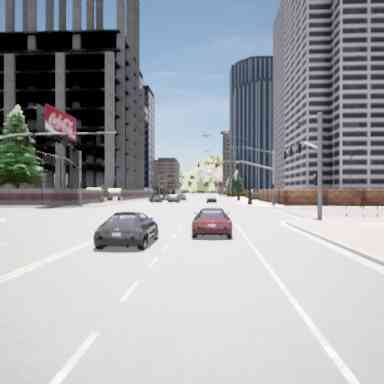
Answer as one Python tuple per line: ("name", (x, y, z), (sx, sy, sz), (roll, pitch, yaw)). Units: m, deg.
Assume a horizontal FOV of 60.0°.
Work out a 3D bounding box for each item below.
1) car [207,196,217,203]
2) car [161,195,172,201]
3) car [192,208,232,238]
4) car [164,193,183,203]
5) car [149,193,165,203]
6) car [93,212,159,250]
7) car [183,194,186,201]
("car", (3.884, 1.457, 65.775), (1.895, 1.301, 4.718), (0, 0, 3))
("car", (-5.992, 1.349, 78.446), (1.812, 1.442, 4.674), (0, 0, 3))
("car", (1.045, 1.524, 17.420), (1.994, 1.385, 4.181), (0, 0, 3))
("car", (-3.445, 1.424, 62.903), (1.994, 1.385, 4.181), (0, 0, 4))
("car", (-6.942, 1.363, 63.014), (1.837, 1.490, 4.892), (0, 0, 4))
("car", (-2.656, 1.532, 14.219), (1.994, 1.385, 4.181), (0, 0, 4))
("car", (-2.491, 1.181, 78.358), (2.097, 1.767, 4.553), (0, 0, 3))
